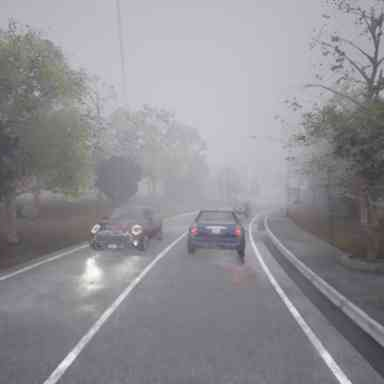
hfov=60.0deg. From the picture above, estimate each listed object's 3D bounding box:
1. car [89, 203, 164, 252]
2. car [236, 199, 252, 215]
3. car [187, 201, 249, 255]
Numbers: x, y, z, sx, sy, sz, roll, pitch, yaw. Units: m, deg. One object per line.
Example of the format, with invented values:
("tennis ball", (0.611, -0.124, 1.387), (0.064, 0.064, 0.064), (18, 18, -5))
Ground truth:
("car", (-2.586, 1.374, 14.164), (2.097, 1.767, 4.553), (1, 0, 7))
("car", (4.968, 1.737, 33.929), (2.033, 1.411, 5.357), (1, 0, 16))
("car", (1.077, 1.414, 13.822), (2.097, 1.767, 4.553), (1, 0, 6))
